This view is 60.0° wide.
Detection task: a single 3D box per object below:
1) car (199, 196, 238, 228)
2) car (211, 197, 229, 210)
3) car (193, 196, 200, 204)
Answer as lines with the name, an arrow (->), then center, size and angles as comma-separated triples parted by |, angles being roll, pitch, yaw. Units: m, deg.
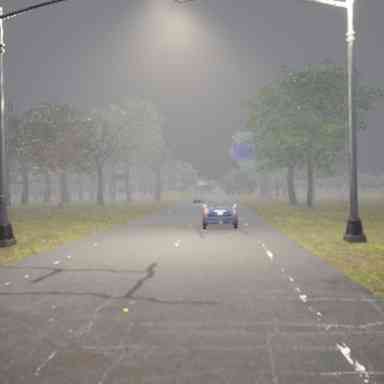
car -> 1.782, 1.227, 21.215 | 2.097, 1.767, 4.553 | -1, 0, 5
car -> 3.275, 1.348, 39.427 | 1.994, 1.385, 4.181 | -1, 0, 5
car -> 1.214, 1.333, 58.360 | 2.033, 1.411, 5.357 | -1, 0, 5
